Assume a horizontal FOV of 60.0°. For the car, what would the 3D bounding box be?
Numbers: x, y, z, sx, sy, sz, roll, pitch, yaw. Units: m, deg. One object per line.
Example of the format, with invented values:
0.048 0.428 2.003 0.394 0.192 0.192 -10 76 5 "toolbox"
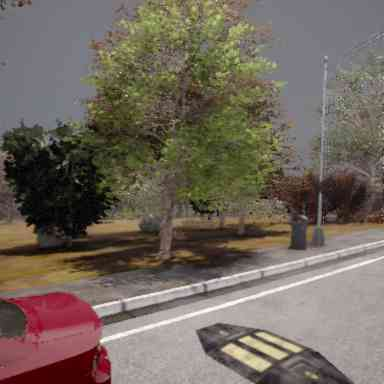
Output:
-3.004 1.491 1.942 5.008 1.535 1.882 -1 0 -36 "car"
